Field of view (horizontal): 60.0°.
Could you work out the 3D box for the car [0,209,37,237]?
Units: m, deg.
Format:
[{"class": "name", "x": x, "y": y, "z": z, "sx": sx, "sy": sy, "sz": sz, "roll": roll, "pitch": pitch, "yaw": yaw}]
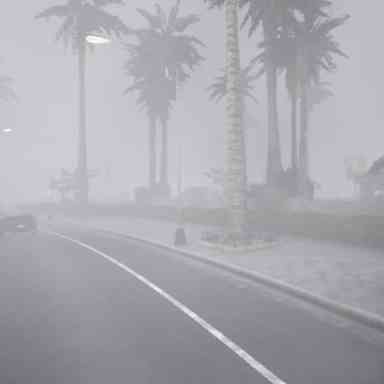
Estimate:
[{"class": "car", "x": -10.722, "y": 1.731, "z": 19.940, "sx": 1.882, "sy": 1.535, "sz": 5.008, "roll": -1, "pitch": 0, "yaw": -37}]
